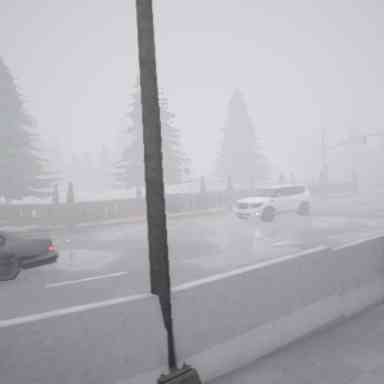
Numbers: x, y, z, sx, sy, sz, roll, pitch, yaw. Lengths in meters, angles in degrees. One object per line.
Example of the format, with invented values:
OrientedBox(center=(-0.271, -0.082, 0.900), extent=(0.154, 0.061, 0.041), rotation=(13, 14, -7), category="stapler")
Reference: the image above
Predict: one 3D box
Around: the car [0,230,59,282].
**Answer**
OrientedBox(center=(-6.199, 1.550, 8.168), extent=(5.357, 1.411, 2.033), rotation=(0, 0, -36), category="car")

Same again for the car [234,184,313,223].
OrientedBox(center=(5.101, 0.595, 20.518), extent=(5.566, 2.045, 2.150), rotation=(-5, 3, -35), category="car")
